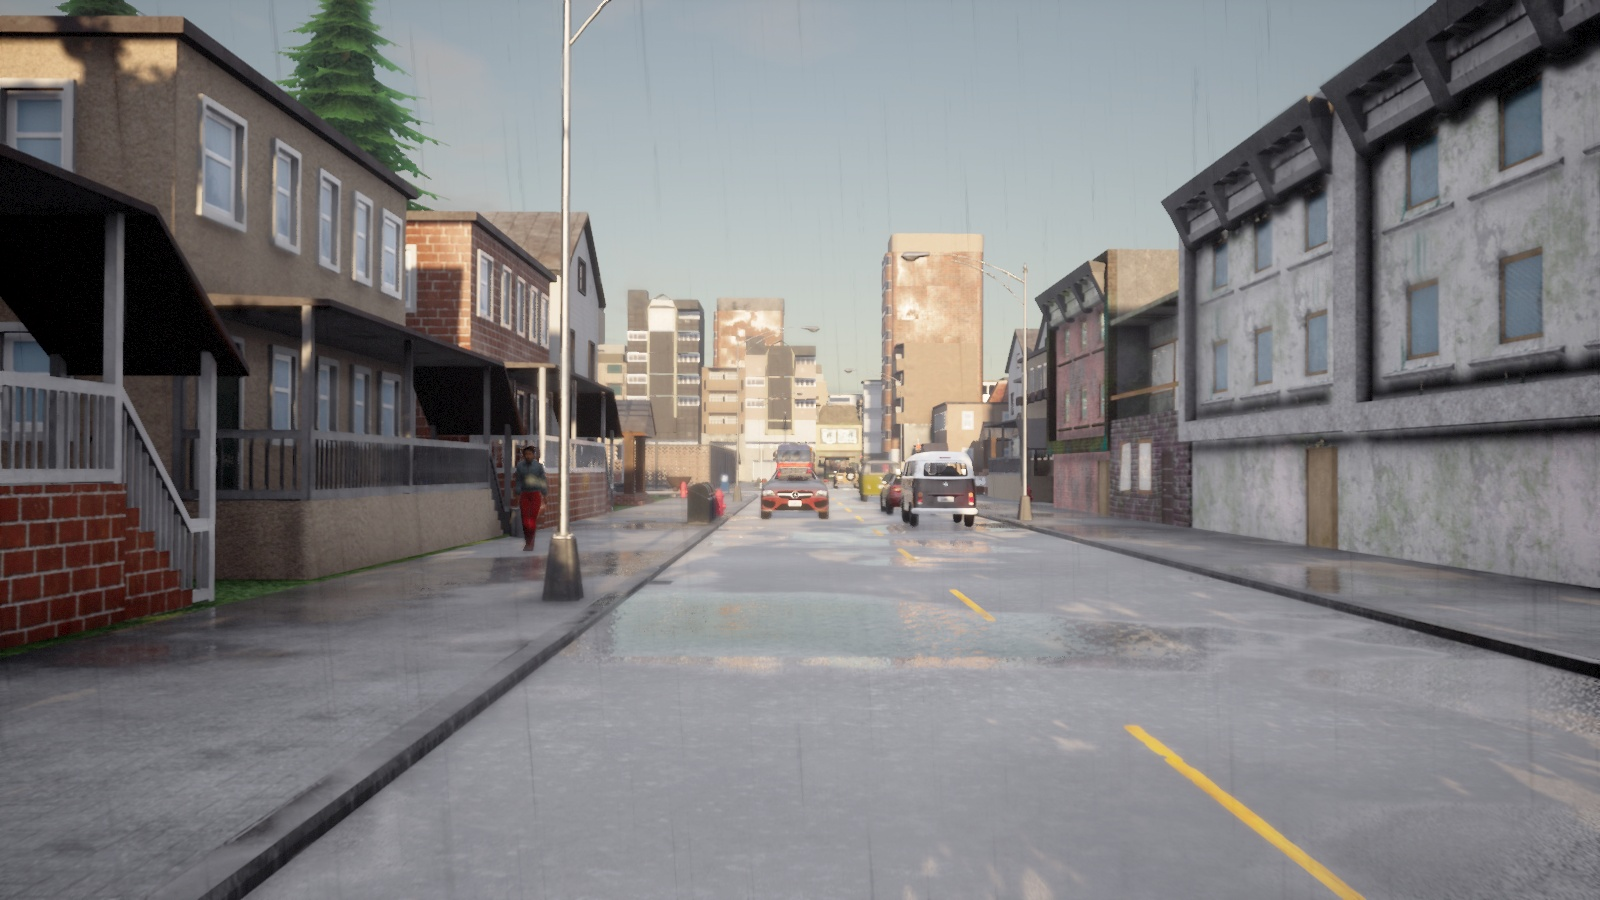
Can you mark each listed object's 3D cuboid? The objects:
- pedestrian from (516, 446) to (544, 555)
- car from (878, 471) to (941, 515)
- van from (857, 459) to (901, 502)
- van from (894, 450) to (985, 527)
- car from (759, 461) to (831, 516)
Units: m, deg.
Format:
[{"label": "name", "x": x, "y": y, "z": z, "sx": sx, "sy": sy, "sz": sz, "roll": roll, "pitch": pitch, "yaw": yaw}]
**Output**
[{"label": "pedestrian", "x": -4.668, "y": 0.865, "z": 21.729, "sx": 0.353, "sy": 1.847, "sz": 0.614, "roll": 0, "pitch": -1, "yaw": -1}, {"label": "car", "x": 3.831, "y": 1.476, "z": 44.524, "sx": 1.816, "sy": 1.474, "sz": 4.193, "roll": 0, "pitch": -1, "yaw": 0}, {"label": "van", "x": 3.779, "y": 1.452, "z": 60.345, "sx": 1.775, "sy": 1.987, "sz": 4.442, "roll": 0, "pitch": -1, "yaw": -1}, {"label": "van", "x": 3.864, "y": 1.050, "z": 35.495, "sx": 2.069, "sy": 2.038, "sz": 4.480, "roll": 0, "pitch": -1, "yaw": 0}, {"label": "car", "x": -0.153, "y": 1.192, "z": 40.168, "sx": 2.152, "sy": 1.651, "sz": 5.027, "roll": 0, "pitch": -1, "yaw": 0}]
